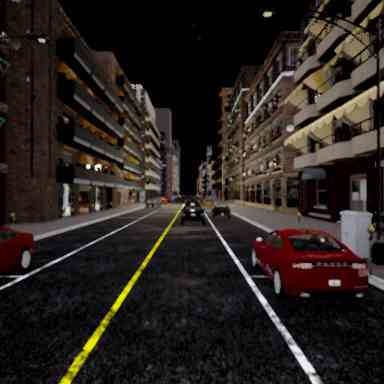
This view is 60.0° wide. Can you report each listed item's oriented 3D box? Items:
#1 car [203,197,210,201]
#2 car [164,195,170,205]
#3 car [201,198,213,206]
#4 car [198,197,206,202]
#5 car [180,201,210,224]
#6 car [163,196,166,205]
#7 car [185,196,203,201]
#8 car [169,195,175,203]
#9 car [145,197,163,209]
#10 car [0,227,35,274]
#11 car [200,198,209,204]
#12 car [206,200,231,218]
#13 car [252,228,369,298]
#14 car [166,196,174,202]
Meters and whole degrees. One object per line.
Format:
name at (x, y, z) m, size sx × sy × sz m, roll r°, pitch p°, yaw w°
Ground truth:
car at (2.612, 1.752, 53.741) m, size 1.752 × 1.417 × 4.829 m, roll 0°, pitch 0°, yaw 0°
car at (-5.786, 1.818, 64.835) m, size 1.887 × 1.381 × 4.507 m, roll 0°, pitch 0°, yaw 0°
car at (2.603, 1.815, 59.207) m, size 1.947 × 1.339 × 4.313 m, roll 0°, pitch 0°, yaw 0°
car at (2.561, 1.948, 87.388) m, size 1.802 × 1.307 × 4.206 m, roll 0°, pitch 0°, yaw 0°
car at (0.061, 1.658, 25.879) m, size 2.033 × 1.411 × 5.357 m, roll 0°, pitch 0°, yaw 0°
car at (-5.770, 1.778, 53.563) m, size 2.008 × 1.369 × 4.403 m, roll 0°, pitch 0°, yaw 0°
car at (0.030, 1.549, 46.626) m, size 2.097 × 1.767 × 4.553 m, roll 0°, pitch 0°, yaw 0°
car at (-5.802, 1.635, 76.109) m, size 2.192 × 1.841 × 5.009 m, roll 0°, pitch 0°, yaw 0°
car at (-5.761, 1.755, 47.926) m, size 2.008 × 1.369 × 4.403 m, roll 0°, pitch 0°, yaw 0°
car at (-5.702, 1.582, 8.474) m, size 1.887 × 1.381 × 4.507 m, roll 0°, pitch 0°, yaw 0°
car at (2.586, 1.878, 70.480) m, size 1.802 × 1.307 × 4.206 m, roll 0°, pitch 0°, yaw 0°
car at (2.645, 1.683, 31.026) m, size 2.008 × 1.369 × 4.403 m, roll 0°, pitch 0°, yaw 0°
car at (2.678, 1.582, 8.482) m, size 1.887 × 1.381 × 4.507 m, roll 0°, pitch 0°, yaw 0°
car at (-5.819, 1.892, 87.210) m, size 1.752 × 1.417 × 4.829 m, roll 0°, pitch 0°, yaw 0°
